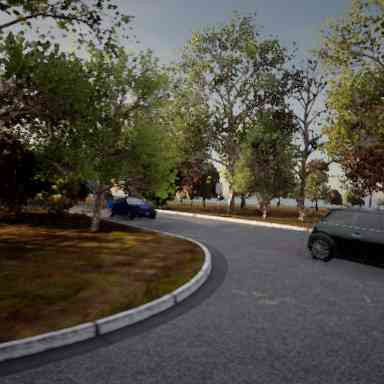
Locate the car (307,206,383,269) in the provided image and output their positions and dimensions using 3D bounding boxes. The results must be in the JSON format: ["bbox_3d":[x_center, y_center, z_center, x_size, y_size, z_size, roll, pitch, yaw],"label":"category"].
[{"bbox_3d":[5.624,1.291,9.246,2.097,1.767,4.553,1,2,-35],"label":"car"}]

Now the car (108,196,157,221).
[{"bbox_3d":[-4.271,1.093,23.354,1.882,1.535,5.008,2,0,-36],"label":"car"}]
